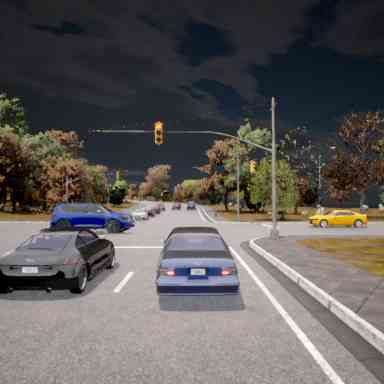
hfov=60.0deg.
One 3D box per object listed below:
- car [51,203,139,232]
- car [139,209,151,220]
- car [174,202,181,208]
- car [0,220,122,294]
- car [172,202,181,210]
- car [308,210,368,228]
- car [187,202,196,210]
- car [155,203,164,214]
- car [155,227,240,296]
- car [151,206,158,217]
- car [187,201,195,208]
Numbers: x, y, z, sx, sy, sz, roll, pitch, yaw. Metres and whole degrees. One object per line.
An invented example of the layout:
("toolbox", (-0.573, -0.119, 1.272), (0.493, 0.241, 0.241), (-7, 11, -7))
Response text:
("car", (-6.781, 1.795, 22.748), (5.566, 2.045, 2.150), (0, -3, 4))
("car", (-7.220, 3.147, 46.278), (1.812, 1.442, 4.674), (0, -2, 0))
("car", (-3.837, 3.432, 88.290), (1.837, 1.490, 4.892), (0, 0, -4))
("car", (-3.444, 1.666, 9.080), (1.994, 1.385, 4.181), (0, -1, 0))
("car", (-3.694, 3.489, 78.314), (1.812, 1.442, 4.674), (0, 0, 0))
("car", (12.968, 2.369, 29.699), (5.008, 1.535, 1.882), (0, -3, -2))
("car", (-0.193, 3.314, 77.853), (2.097, 1.767, 4.553), (0, 0, 0))
("car", (-7.198, 3.538, 65.045), (2.033, 1.411, 5.357), (0, 0, 0))
("car", (0.070, 1.647, 8.972), (2.033, 1.411, 5.357), (0, -1, -1))
("car", (-7.226, 3.472, 55.298), (1.895, 1.301, 4.718), (0, -1, 0))
("car", (-0.313, 3.247, 88.031), (1.882, 1.535, 5.008), (0, 0, -4))
